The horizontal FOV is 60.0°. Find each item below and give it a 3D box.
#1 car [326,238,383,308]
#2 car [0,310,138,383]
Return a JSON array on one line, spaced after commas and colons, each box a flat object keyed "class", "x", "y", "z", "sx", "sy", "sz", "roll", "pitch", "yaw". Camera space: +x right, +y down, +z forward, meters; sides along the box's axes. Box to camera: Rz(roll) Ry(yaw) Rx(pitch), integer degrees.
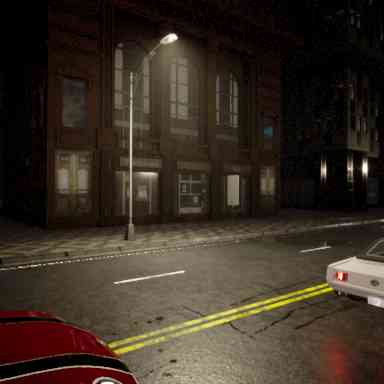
[{"class": "car", "x": 4.984, "y": 1.597, "z": 6.992, "sx": 4.718, "sy": 1.301, "sz": 1.895, "roll": 0, "pitch": 0, "yaw": -35}, {"class": "car", "x": -2.451, "y": 1.352, "z": 1.691, "sx": 4.553, "sy": 1.767, "sz": 2.097, "roll": 0, "pitch": 0, "yaw": -36}]
